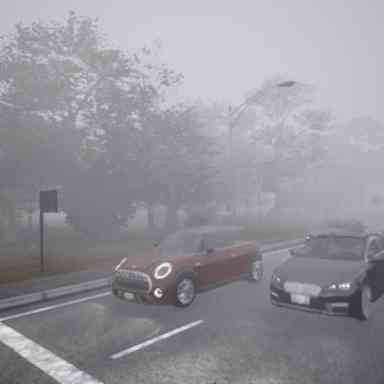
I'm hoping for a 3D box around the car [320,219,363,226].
[{"bbox_3d":[7.914,2.139,17.742,2.033,1.411,5.357,-4,-4,43],"label":"car"}]

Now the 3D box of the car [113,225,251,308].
[{"bbox_3d":[0.057,1.811,9.285,2.097,1.767,4.553,-4,-4,43],"label":"car"}]

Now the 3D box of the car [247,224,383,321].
[{"bbox_3d":[3.684,1.767,8.047,2.128,1.511,4.902,-4,-4,43],"label":"car"}]
